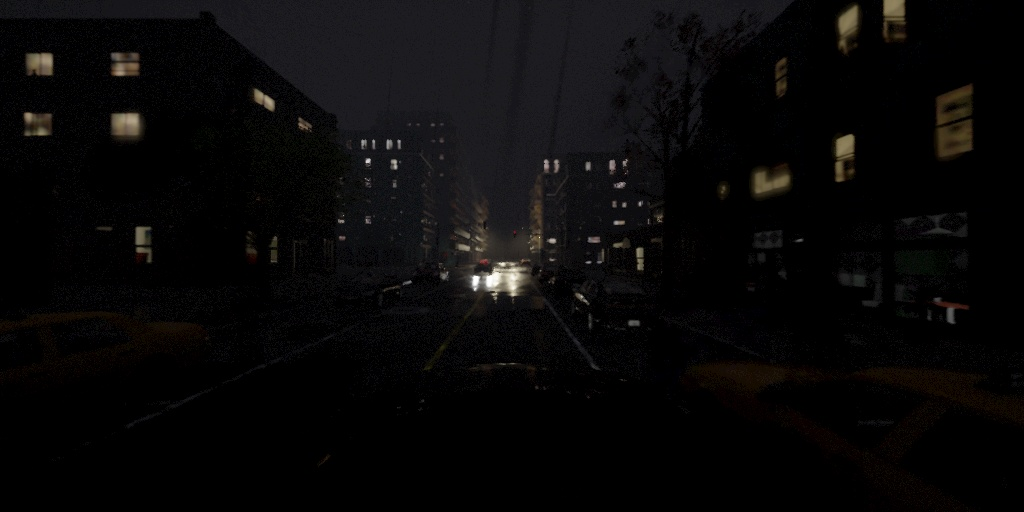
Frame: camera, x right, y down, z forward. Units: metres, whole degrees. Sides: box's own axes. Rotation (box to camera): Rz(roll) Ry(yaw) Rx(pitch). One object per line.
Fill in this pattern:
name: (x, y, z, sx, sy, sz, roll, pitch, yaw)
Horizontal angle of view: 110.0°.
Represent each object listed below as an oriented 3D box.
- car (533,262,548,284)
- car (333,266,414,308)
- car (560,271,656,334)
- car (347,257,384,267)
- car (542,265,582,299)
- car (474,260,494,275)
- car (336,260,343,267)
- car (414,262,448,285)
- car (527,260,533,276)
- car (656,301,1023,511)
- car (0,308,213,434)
car: (2.816, 1.335, 26.927, 1.802, 1.307, 4.207, 0, 0, 0)
car: (-5.815, 1.302, 15.006, 2.007, 1.370, 4.403, 0, 0, 0)
car: (2.790, 1.301, 10.381, 2.007, 1.370, 4.403, 0, 0, 0)
car: (-20.019, 0.925, 49.241, 4.507, 1.381, 1.888, 0, 0, -1)
car: (2.818, 1.317, 17.925, 1.948, 1.339, 4.313, 0, 0, 0)
car: (-3.042, 1.359, 39.298, 1.895, 1.301, 4.718, 0, 0, 1)
car: (-25.700, 0.819, 49.264, 4.507, 1.381, 1.888, 0, 0, -1)
car: (-5.824, 1.193, 25.825, 1.967, 1.591, 4.097, 0, 0, 0)
car: (2.814, 1.302, 35.929, 1.888, 1.381, 4.507, 0, 0, 0)
car: (2.751, 1.275, 2.160, 1.751, 1.417, 4.829, 0, 0, 0)
car: (-5.759, 1.276, 3.771, 1.751, 1.417, 4.829, 0, 0, 0)
